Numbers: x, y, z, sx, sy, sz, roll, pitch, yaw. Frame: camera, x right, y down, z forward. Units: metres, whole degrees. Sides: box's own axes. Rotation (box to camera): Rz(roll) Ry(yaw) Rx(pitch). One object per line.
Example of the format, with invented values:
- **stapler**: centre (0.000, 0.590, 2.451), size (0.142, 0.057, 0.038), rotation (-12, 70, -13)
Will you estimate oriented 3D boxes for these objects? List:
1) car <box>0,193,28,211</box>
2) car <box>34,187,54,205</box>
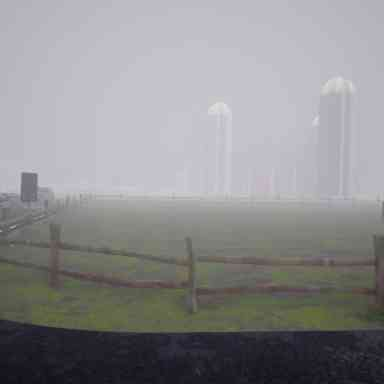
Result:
- **car**: centre (-16.193, 0.829, 29.147), size (2.128, 1.511, 4.902), rotation (2, 1, -10)
- **car**: centre (-18.028, 0.397, 39.600), size (2.150, 2.045, 5.566), rotation (2, 1, -9)
